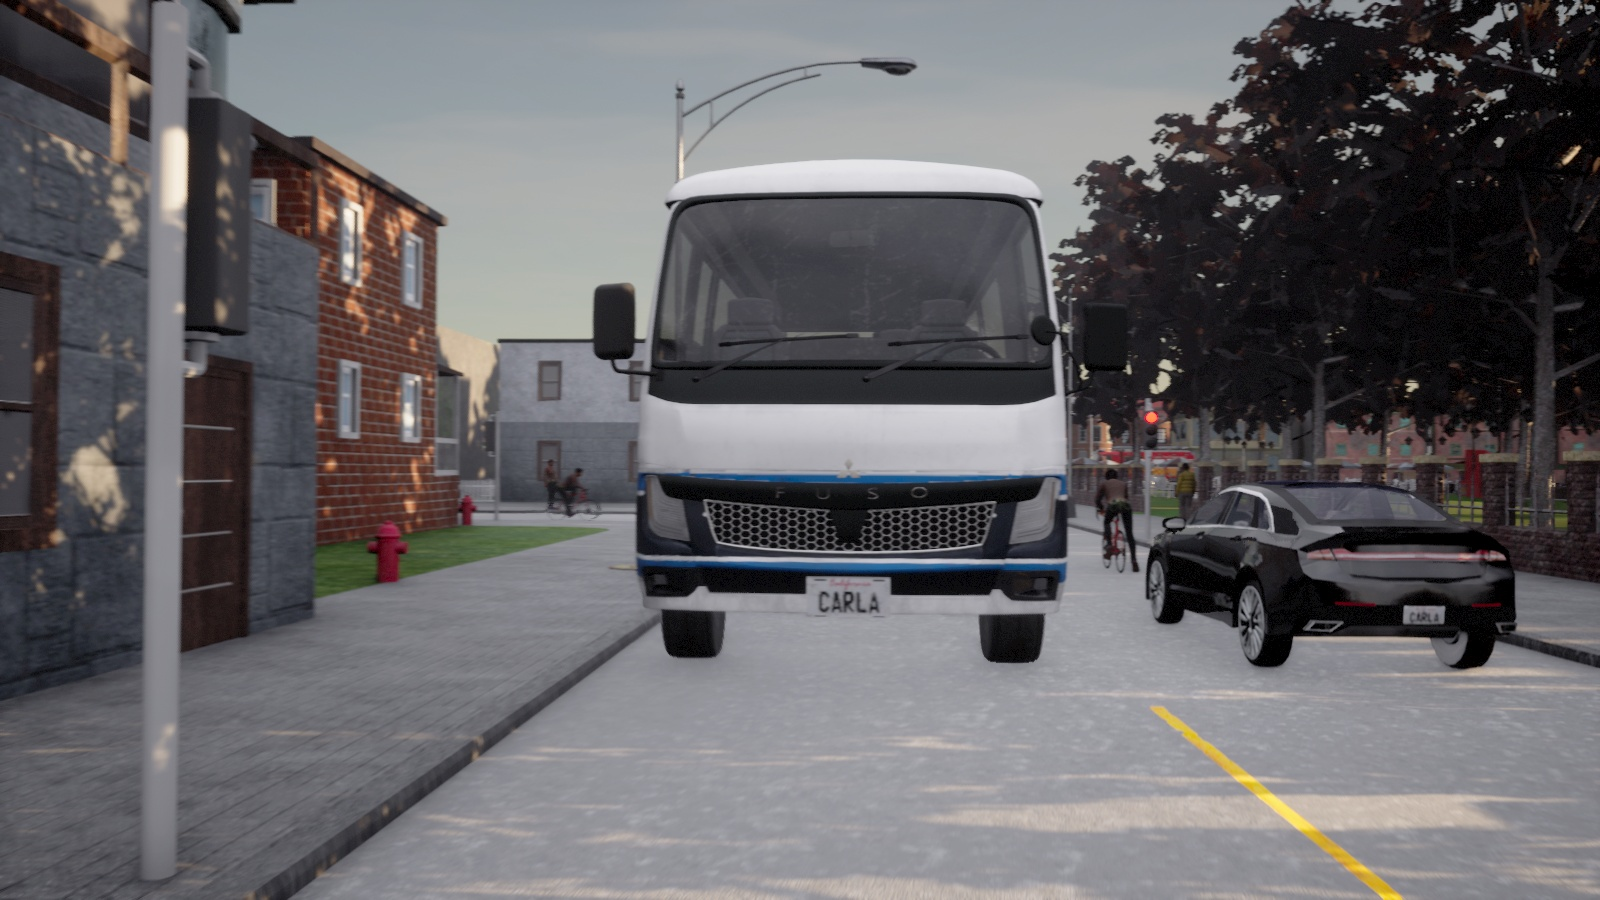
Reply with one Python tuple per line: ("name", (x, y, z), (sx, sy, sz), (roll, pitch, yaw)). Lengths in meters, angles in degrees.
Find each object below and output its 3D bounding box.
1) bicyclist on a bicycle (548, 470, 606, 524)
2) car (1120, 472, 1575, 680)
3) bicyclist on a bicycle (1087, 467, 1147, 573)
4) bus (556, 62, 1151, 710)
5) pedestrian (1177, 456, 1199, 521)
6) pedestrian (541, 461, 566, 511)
("bicyclist on a bicycle", (-6.812, 1.426, 38.412), (1.656, 1.620, 0.582), (0, -1, 3))
("car", (4.606, 0.957, 11.592), (2.128, 1.511, 4.902), (0, -1, 1))
("bicyclist on a bicycle", (5.062, 1.096, 20.133), (0.582, 1.620, 1.656), (0, -1, 2))
("bus", (0.633, -0.336, 13.483), (3.944, 4.253, 10.273), (0, -1, 3))
("pedestrian", (11.164, 1.111, 36.145), (0.431, 1.840, 0.709), (0, -1, 3))
("pedestrian", (-8.897, 1.302, 45.324), (0.869, 1.805, 0.328), (-1, -1, 33))
